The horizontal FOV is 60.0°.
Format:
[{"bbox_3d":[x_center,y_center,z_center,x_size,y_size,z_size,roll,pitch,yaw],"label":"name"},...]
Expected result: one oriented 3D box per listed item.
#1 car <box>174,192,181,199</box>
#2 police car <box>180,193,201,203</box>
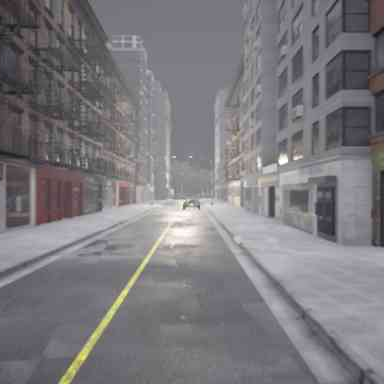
[{"bbox_3d":[-3.002,1.041,77.472,2.150,2.045,5.566,0,0,0],"label":"car"},{"bbox_3d":[-0.001,1.140,36.079,2.038,1.542,4.974,0,0,0],"label":"police car"}]
